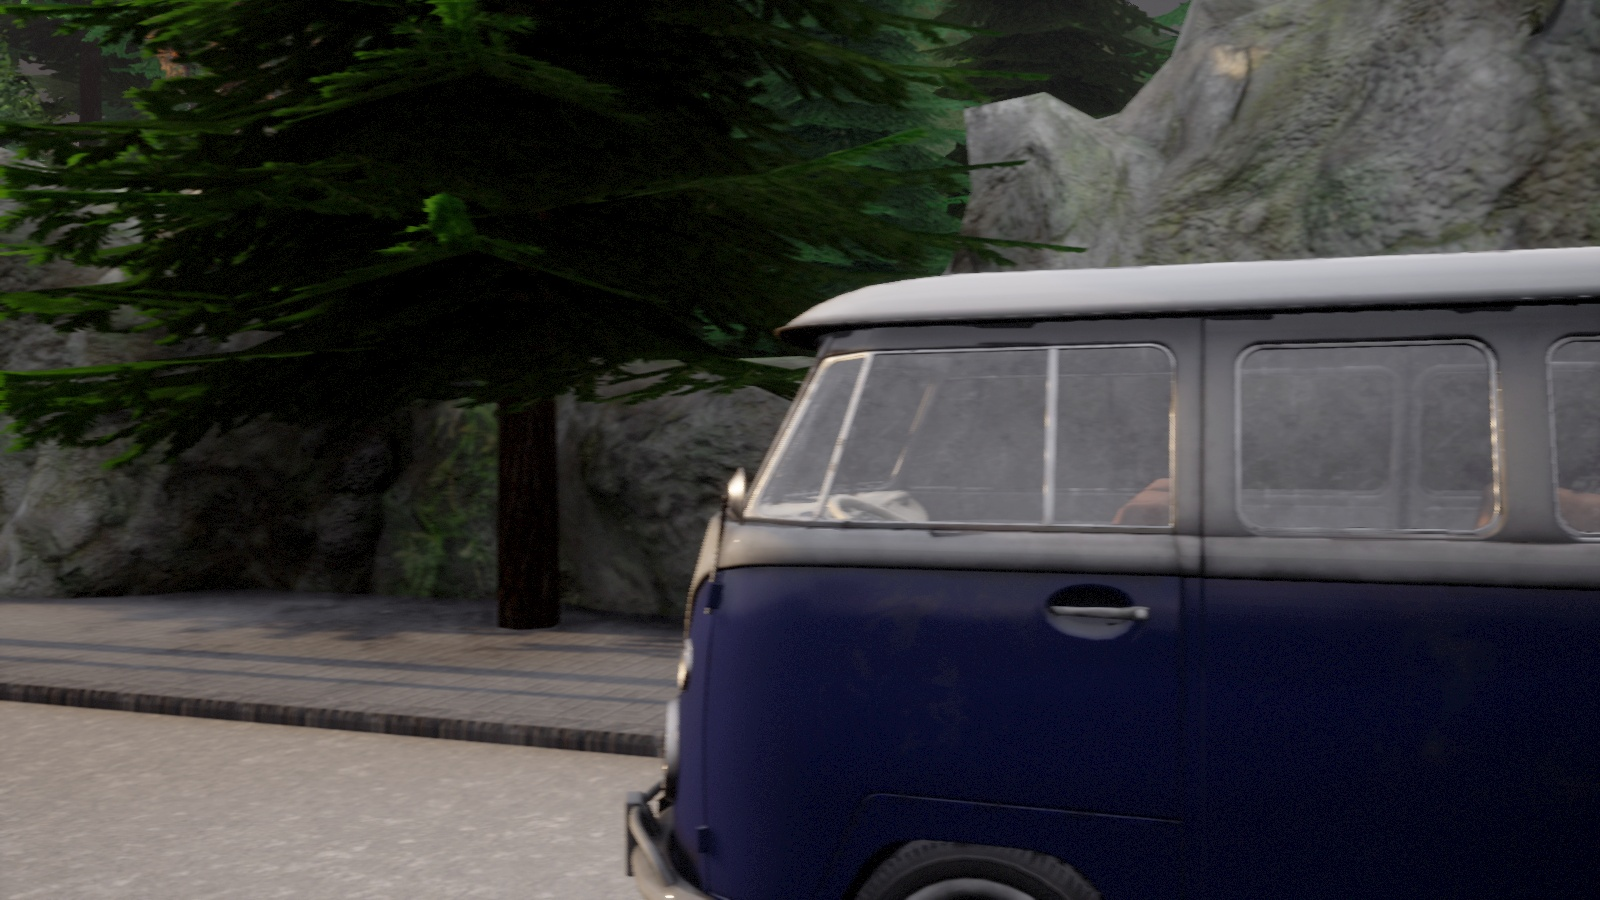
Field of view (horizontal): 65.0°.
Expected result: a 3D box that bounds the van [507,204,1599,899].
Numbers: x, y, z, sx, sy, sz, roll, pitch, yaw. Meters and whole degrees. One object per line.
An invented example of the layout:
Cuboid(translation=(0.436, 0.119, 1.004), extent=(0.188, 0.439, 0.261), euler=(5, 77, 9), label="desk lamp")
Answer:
Cuboid(translation=(1.687, 0.534, 3.150), extent=(4.442, 1.987, 1.775), euler=(0, 1, 19), label="van")
